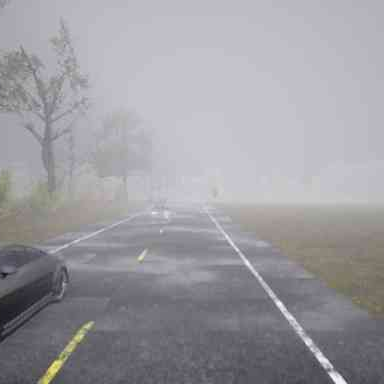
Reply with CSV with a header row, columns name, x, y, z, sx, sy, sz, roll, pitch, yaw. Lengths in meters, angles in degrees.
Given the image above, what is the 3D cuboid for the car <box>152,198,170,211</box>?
name,x,y,z,sx,sy,sz,roll,pitch,yaw
car,-3.593,1.465,39.250,1.837,1.490,4.892,0,1,0

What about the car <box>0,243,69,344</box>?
name,x,y,z,sx,sy,sz,roll,pitch,yaw
car,-3.600,1.560,5.379,1.994,1.385,4.181,0,0,0
